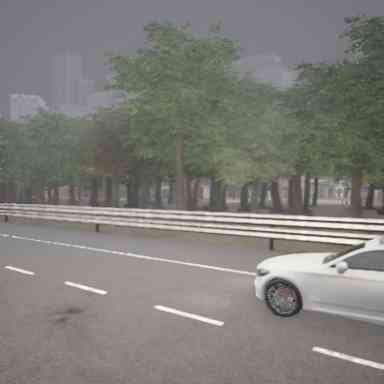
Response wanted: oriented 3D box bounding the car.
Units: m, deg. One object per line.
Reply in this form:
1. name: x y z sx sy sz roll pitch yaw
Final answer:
1. car: 3.380 1.528 5.758 4.674 1.442 1.812 0 0 35
